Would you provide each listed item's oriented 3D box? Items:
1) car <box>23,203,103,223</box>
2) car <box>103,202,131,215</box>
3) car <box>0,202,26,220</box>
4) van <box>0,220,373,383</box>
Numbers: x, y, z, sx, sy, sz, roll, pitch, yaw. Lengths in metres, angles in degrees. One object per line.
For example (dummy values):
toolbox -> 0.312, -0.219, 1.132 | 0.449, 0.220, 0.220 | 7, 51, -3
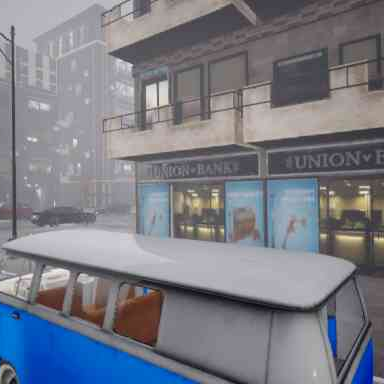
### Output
car -> -8.542, 1.583, 22.356 | 1.947, 1.339, 4.313 | -2, -1, 36
car -> -8.612, 1.798, 36.407 | 1.947, 1.339, 4.313 | -2, -1, 36
car -> -15.293, 1.608, 27.325 | 1.967, 1.590, 4.097 | -2, -1, 36
van -> -0.450, 1.342, 3.182 | 3.998, 1.788, 1.690 | 0, -1, 36
